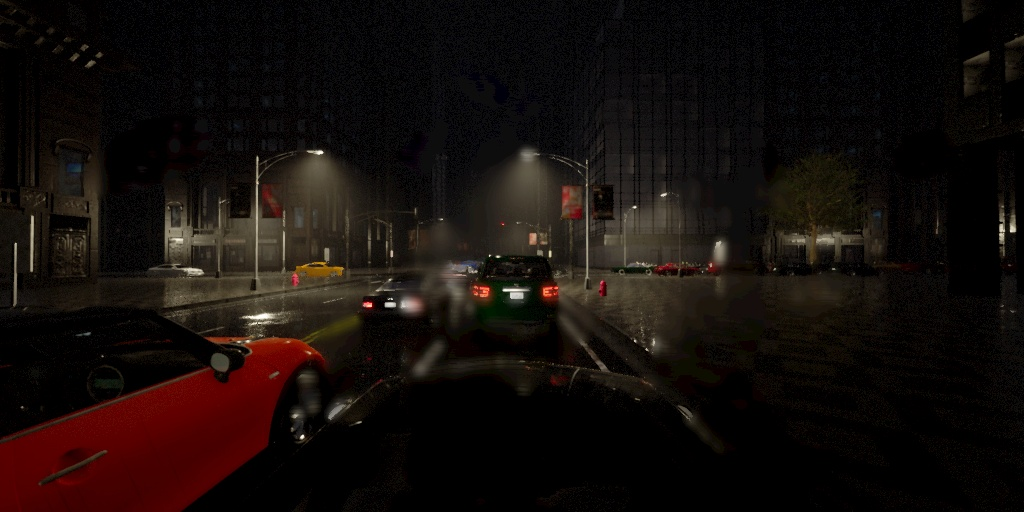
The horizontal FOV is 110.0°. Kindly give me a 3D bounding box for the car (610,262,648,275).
[{"bbox_3d":[13.214,1.418,39.075,4.718,1.301,1.895,0,-1,0],"label":"car"}]

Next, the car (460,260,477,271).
[{"bbox_3d":[-6.500,1.452,53.871,1.882,1.535,5.008,0,0,0],"label":"car"}]

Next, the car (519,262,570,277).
[{"bbox_3d":[3.136,1.321,35.722,4.892,1.490,1.837,0,-1,-1],"label":"car"}]

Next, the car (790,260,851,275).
[{"bbox_3d":[33.766,1.247,39.347,4.902,1.511,2.128,0,-1,-1],"label":"car"}]

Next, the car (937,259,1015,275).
[{"bbox_3d":[43.559,1.211,33.719,4.507,1.381,1.888,0,0,-1],"label":"car"}]

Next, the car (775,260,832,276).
[{"bbox_3d":[26.646,1.273,33.485,4.313,1.339,1.948,0,0,-1],"label":"car"}]

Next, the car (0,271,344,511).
[{"bbox_3d":[-3.147,1.102,2.302,2.097,1.767,4.553,0,0,0],"label":"car"}]

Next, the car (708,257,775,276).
[{"bbox_3d":[21.009,1.038,33.408,5.009,1.841,2.192,0,0,-1],"label":"car"}]

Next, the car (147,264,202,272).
[{"bbox_3d":[-33.260,1.498,35.452,4.674,1.442,1.812,0,-1,0],"label":"car"}]

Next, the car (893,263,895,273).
[{"bbox_3d":[43.278,1.292,42.240,4.829,1.417,1.751,0,0,-1],"label":"car"}]

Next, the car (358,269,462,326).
[{"bbox_3d":[-3.120,1.306,11.714,2.033,1.411,5.357,0,0,0],"label":"car"}]

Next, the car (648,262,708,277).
[{"bbox_3d":[15.370,1.324,33.330,4.207,1.307,1.802,0,0,-1],"label":"car"}]

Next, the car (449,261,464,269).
[{"bbox_3d":[-9.711,1.565,63.178,1.812,1.442,4.674,0,0,1],"label":"car"}]

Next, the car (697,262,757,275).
[{"bbox_3d":[23.464,1.331,39.222,5.357,1.411,2.033,0,-1,-1],"label":"car"}]

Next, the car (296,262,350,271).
[{"bbox_3d":[-18.510,1.380,35.187,5.008,1.535,1.882,0,-1,4],"label":"car"}]

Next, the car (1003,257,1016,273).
[{"bbox_3d":[49.198,0.970,33.797,5.009,1.841,2.192,0,0,-1],"label":"car"}]

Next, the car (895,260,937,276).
[{"bbox_3d":[42.571,1.176,36.336,5.008,1.535,1.882,0,-1,0],"label":"car"}]

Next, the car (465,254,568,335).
[{"bbox_3d":[0.115,0.978,10.630,2.150,2.045,5.566,0,0,0],"label":"car"}]

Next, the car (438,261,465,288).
[{"bbox_3d":[-3.121,1.278,21.451,2.128,1.511,4.902,0,0,0],"label":"car"}]

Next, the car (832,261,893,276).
[{"bbox_3d":[32.283,1.257,33.563,4.313,1.339,1.948,0,0,-1],"label":"car"}]
